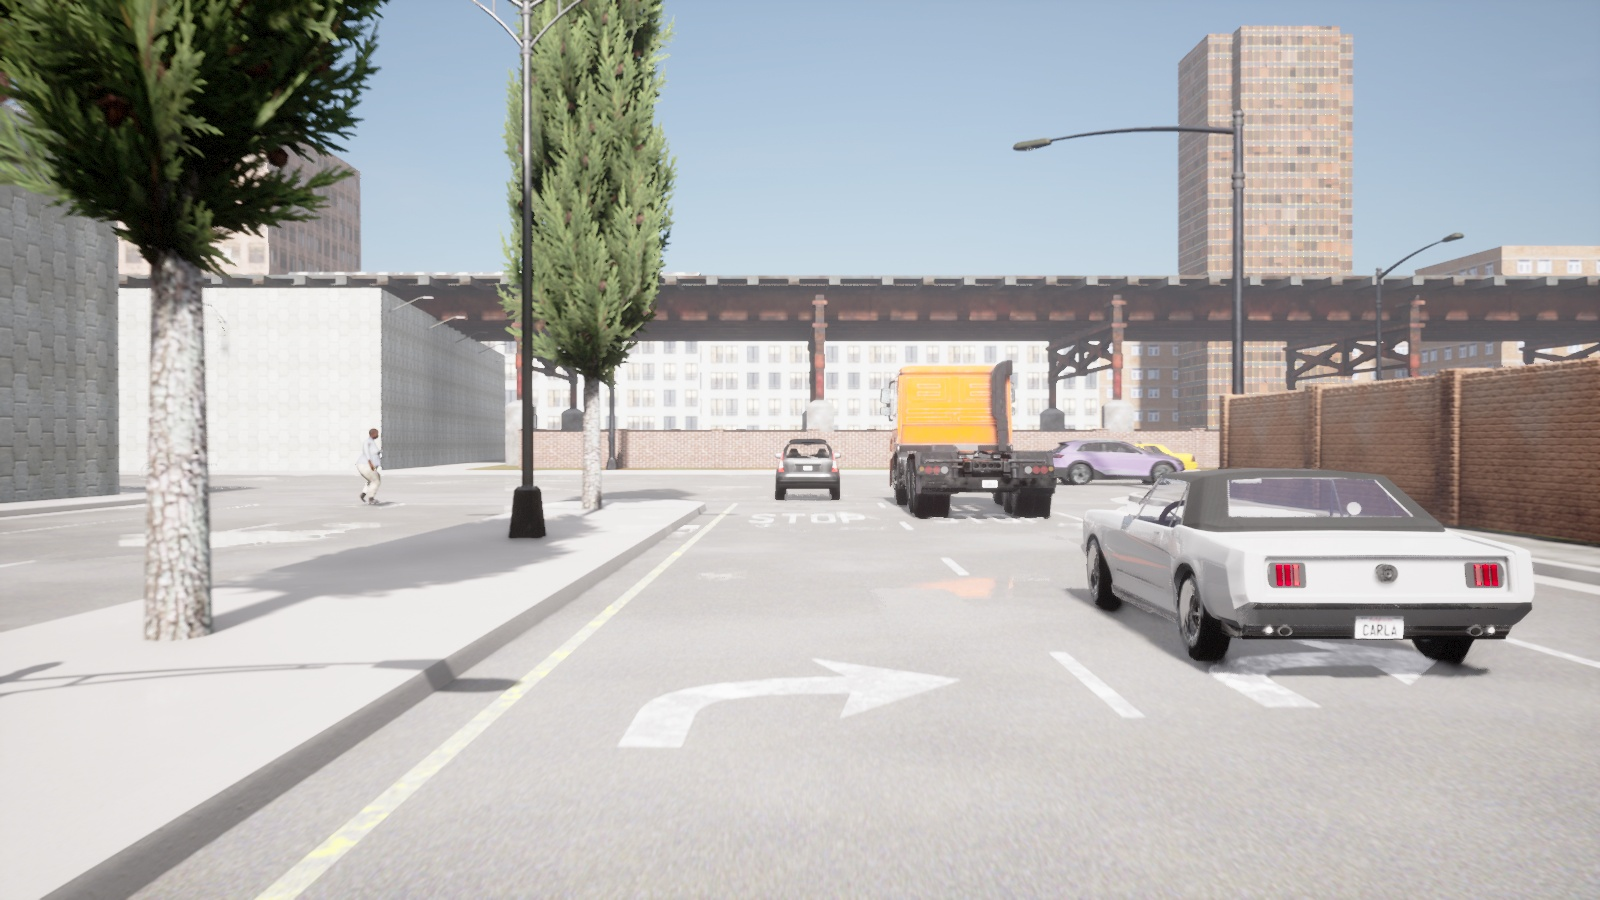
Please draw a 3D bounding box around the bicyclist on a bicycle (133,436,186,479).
[{"bbox_3d":[-26.428,0.304,51.824,1.843,1.776,0.659,0,0,1],"label":"bicyclist on a bicycle"}]

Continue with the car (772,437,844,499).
[{"bbox_3d":[0.212,0.451,34.455,1.851,1.617,3.988,0,0,0],"label":"car"}]

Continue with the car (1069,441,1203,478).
[{"bbox_3d":[14.601,0.389,54.708,5.366,1.575,1.801,0,0,1],"label":"car"}]

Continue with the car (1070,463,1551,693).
[{"bbox_3d":[3.572,0.794,9.898,1.895,1.301,4.718,0,0,0],"label":"car"}]

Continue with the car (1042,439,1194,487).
[{"bbox_3d":[11.154,0.436,44.304,4.856,1.649,2.033,0,0,-1],"label":"car"}]

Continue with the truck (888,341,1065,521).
[{"bbox_3d":[3.676,-0.391,28.160,2.891,3.462,7.936,0,0,0],"label":"truck"}]

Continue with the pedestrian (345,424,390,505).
[{"bbox_3d":[-10.141,0.326,29.457,0.900,1.855,0.874,0,0,-12],"label":"pedestrian"}]
